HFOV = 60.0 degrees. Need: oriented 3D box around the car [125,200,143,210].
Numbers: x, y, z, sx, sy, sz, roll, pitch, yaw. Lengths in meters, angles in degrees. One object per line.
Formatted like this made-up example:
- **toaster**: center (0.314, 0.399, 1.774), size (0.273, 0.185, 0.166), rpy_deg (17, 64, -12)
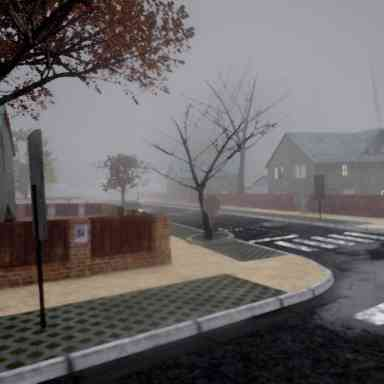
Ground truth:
- **car**: center (-8.424, 1.759, 47.511), size (1.895, 1.301, 4.718), rpy_deg (-3, 1, -21)
